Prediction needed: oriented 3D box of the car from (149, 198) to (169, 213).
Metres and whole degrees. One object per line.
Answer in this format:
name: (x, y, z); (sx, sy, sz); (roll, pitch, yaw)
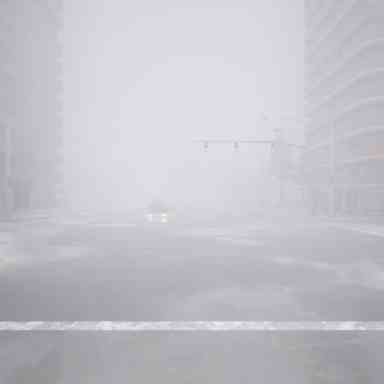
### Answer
car: (-3.627, 1.503, 36.932); (1.837, 1.490, 4.892); (0, 0, 0)
